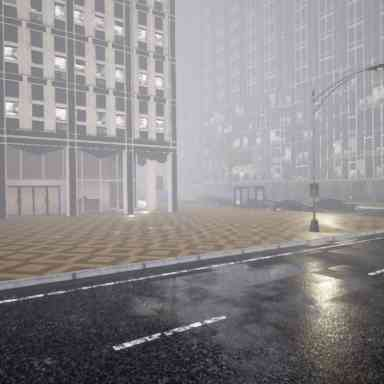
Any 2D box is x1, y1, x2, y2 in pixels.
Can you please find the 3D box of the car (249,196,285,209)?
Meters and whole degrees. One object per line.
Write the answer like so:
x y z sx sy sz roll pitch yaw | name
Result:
9.614 1.316 42.785 1.994 1.385 4.181 -1 1 -35 | car

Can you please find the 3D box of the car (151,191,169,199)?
-7.507 0.614 77.906 2.192 1.841 5.009 0 1 -35 | car

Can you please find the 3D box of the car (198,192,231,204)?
3.727 1.205 51.362 2.033 1.411 5.357 -1 1 -34 | car

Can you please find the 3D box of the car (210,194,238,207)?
4.870 1.319 45.036 1.947 1.339 4.313 0 1 -35 | car

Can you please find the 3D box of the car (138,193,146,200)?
-11.191 1.039 68.478 2.008 1.369 4.403 0 1 -35 | car

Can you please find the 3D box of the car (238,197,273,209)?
8.043 1.387 40.321 1.802 1.307 4.206 0 1 -35 | car

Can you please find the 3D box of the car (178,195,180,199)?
-4.286 0.935 73.227 1.802 1.307 4.206 0 1 -35 | car

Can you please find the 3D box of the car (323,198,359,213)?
15.009 1.364 34.946 1.812 1.442 4.674 -1 1 -34 | car

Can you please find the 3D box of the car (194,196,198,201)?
2.157 1.042 63.861 1.802 1.307 4.206 0 1 -35 | car

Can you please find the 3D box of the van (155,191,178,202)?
-4.748 0.936 59.110 1.690 1.788 3.998 0 1 -35 | van

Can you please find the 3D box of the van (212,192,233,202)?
5.377 0.855 59.175 1.690 1.788 3.998 0 1 -35 | van

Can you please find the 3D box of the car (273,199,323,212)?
11.251 1.423 35.627 1.947 1.339 4.313 0 1 -35 | car

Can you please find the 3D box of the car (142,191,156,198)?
-10.729 0.685 82.590 1.967 1.590 4.097 0 1 -35 | car
